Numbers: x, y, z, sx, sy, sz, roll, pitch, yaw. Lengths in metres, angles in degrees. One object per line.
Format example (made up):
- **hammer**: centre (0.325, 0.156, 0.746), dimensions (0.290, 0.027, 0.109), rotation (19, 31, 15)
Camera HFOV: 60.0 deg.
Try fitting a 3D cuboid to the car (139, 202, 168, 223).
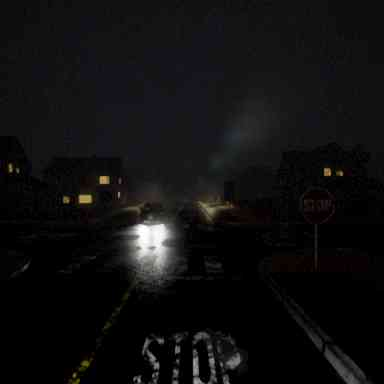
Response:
- **car**: centre (-2.893, 1.516, 25.631), dimensions (2.128, 1.511, 4.902), rotation (0, 0, 0)
